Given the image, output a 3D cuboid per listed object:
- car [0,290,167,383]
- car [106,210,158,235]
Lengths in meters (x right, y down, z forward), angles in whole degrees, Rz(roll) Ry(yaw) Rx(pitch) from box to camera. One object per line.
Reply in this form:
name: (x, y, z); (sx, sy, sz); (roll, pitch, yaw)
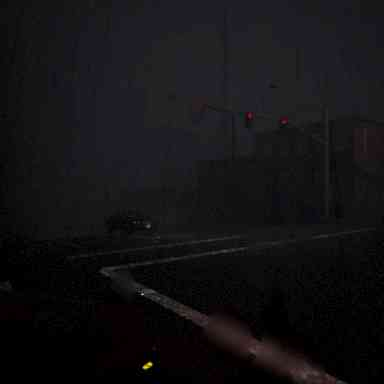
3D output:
car: (-2.384, 1.541, 2.161); (4.674, 1.442, 1.812); (-1, 0, -35)
car: (-4.003, 1.955, 21.592); (2.128, 1.511, 4.902); (-1, -4, -36)
